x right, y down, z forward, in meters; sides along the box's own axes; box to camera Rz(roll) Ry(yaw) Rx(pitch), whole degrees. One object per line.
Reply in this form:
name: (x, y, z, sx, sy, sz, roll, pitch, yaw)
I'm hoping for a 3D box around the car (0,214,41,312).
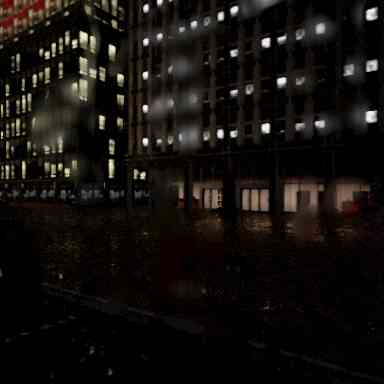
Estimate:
car: (-4.923, 1.317, 6.380, 5.009, 1.841, 2.192, 0, 0, 36)
